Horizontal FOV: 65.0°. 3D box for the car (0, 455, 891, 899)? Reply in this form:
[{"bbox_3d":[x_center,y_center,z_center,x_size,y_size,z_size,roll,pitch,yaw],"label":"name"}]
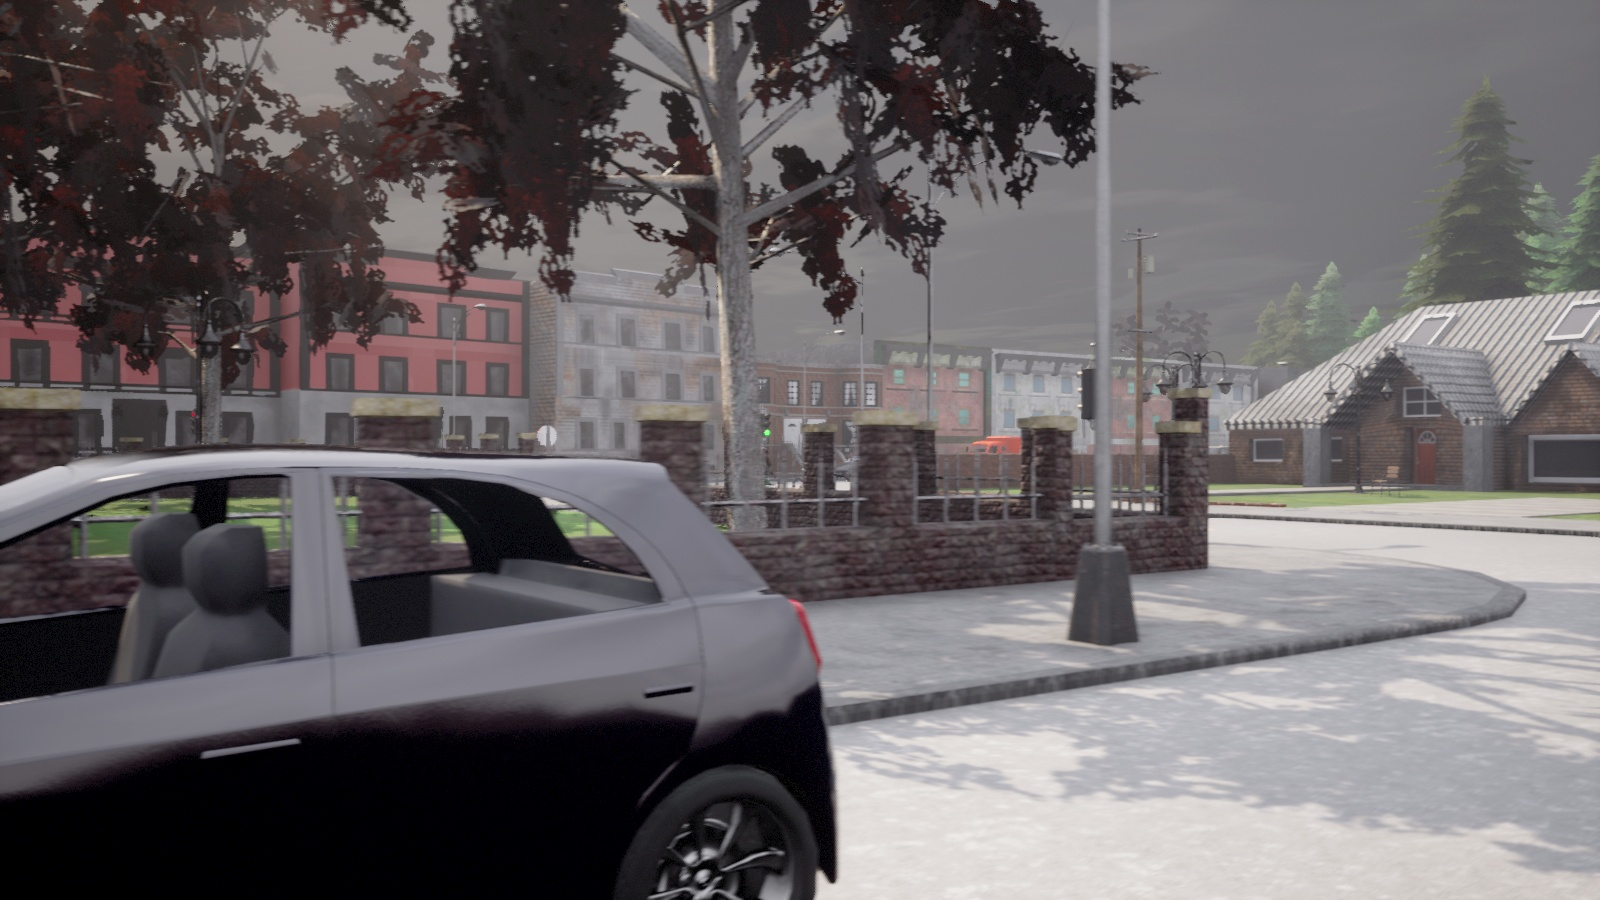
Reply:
[{"bbox_3d":[-1.756,0.770,3.126,3.633,1.501,1.845,0,0,-37],"label":"car"}]

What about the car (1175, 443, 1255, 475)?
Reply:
[{"bbox_3d":[27.706,0.598,83.694,5.566,2.045,2.150,0,0,-35],"label":"car"}]

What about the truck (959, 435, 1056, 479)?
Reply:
[{"bbox_3d":[12.050,0.410,72.820,5.204,2.467,2.627,1,-1,-35],"label":"truck"}]

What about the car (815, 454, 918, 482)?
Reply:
[{"bbox_3d":[3.578,0.942,66.907,5.357,1.411,2.033,0,0,-35],"label":"car"}]
